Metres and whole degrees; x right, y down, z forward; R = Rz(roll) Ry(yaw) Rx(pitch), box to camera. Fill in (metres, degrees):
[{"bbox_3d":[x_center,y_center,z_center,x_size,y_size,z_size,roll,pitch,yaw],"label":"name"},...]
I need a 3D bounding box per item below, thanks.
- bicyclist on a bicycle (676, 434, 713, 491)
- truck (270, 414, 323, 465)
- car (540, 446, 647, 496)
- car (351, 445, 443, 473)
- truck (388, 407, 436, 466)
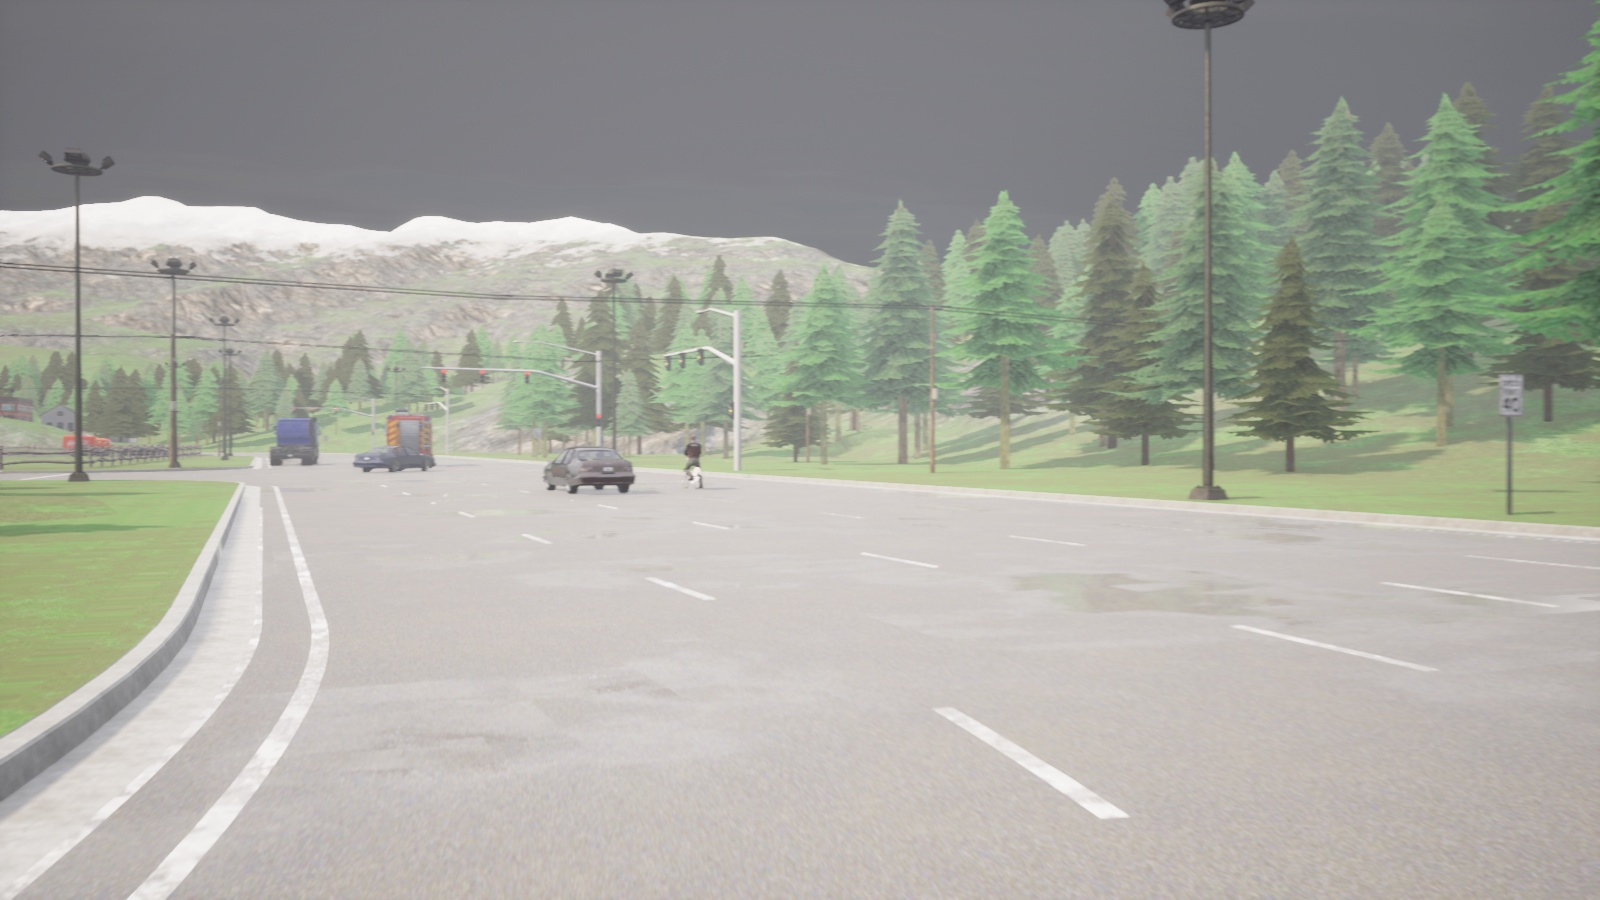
[{"bbox_3d":[-3.399,0.391,40.337,0.659,1.776,1.843,0,1,-23],"label":"bicyclist on a bicycle"},{"bbox_3d":[-35.936,-0.727,89.844,2.891,3.462,7.936,0,0,-18],"label":"truck"},{"bbox_3d":[-6.436,0.579,38.536,2.033,1.411,5.357,0,0,-23],"label":"car"},{"bbox_3d":[-21.263,0.428,66.558,2.033,1.411,5.357,0,0,15],"label":"car"},{"bbox_3d":[-26.582,-0.891,85.796,2.891,3.827,8.468,0,0,-19],"label":"truck"}]
